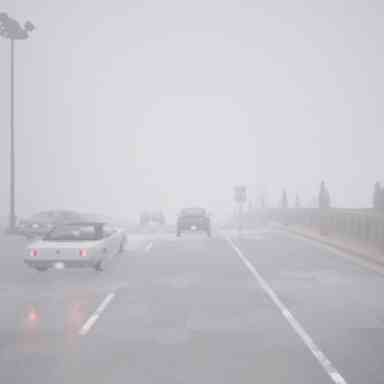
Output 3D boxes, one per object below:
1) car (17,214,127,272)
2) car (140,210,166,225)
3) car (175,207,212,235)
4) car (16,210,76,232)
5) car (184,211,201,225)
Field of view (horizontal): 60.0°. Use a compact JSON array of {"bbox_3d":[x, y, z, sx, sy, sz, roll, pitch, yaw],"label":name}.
[{"bbox_3d":[-3.404,1.597,10.748,1.895,1.301,4.718,0,0,0],"label":"car"},{"bbox_3d":[-3.416,2.301,29.836,1.895,1.301,4.718,0,-4,0],"label":"car"},{"bbox_3d":[0.087,1.620,19.179,1.837,1.490,4.892,0,-2,0],"label":"car"},{"bbox_3d":[-6.909,1.614,17.189,2.033,1.411,5.357,0,-1,0],"label":"car"},{"bbox_3d":[0.078,3.108,39.236,1.837,1.490,4.892,0,-7,0],"label":"car"}]
